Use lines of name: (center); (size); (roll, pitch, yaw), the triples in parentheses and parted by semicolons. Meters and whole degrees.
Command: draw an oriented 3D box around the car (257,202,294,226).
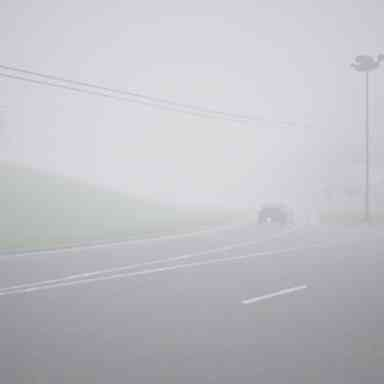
car: (6.058, 1.518, 23.908); (1.837, 1.490, 4.892); (1, 0, 25)
